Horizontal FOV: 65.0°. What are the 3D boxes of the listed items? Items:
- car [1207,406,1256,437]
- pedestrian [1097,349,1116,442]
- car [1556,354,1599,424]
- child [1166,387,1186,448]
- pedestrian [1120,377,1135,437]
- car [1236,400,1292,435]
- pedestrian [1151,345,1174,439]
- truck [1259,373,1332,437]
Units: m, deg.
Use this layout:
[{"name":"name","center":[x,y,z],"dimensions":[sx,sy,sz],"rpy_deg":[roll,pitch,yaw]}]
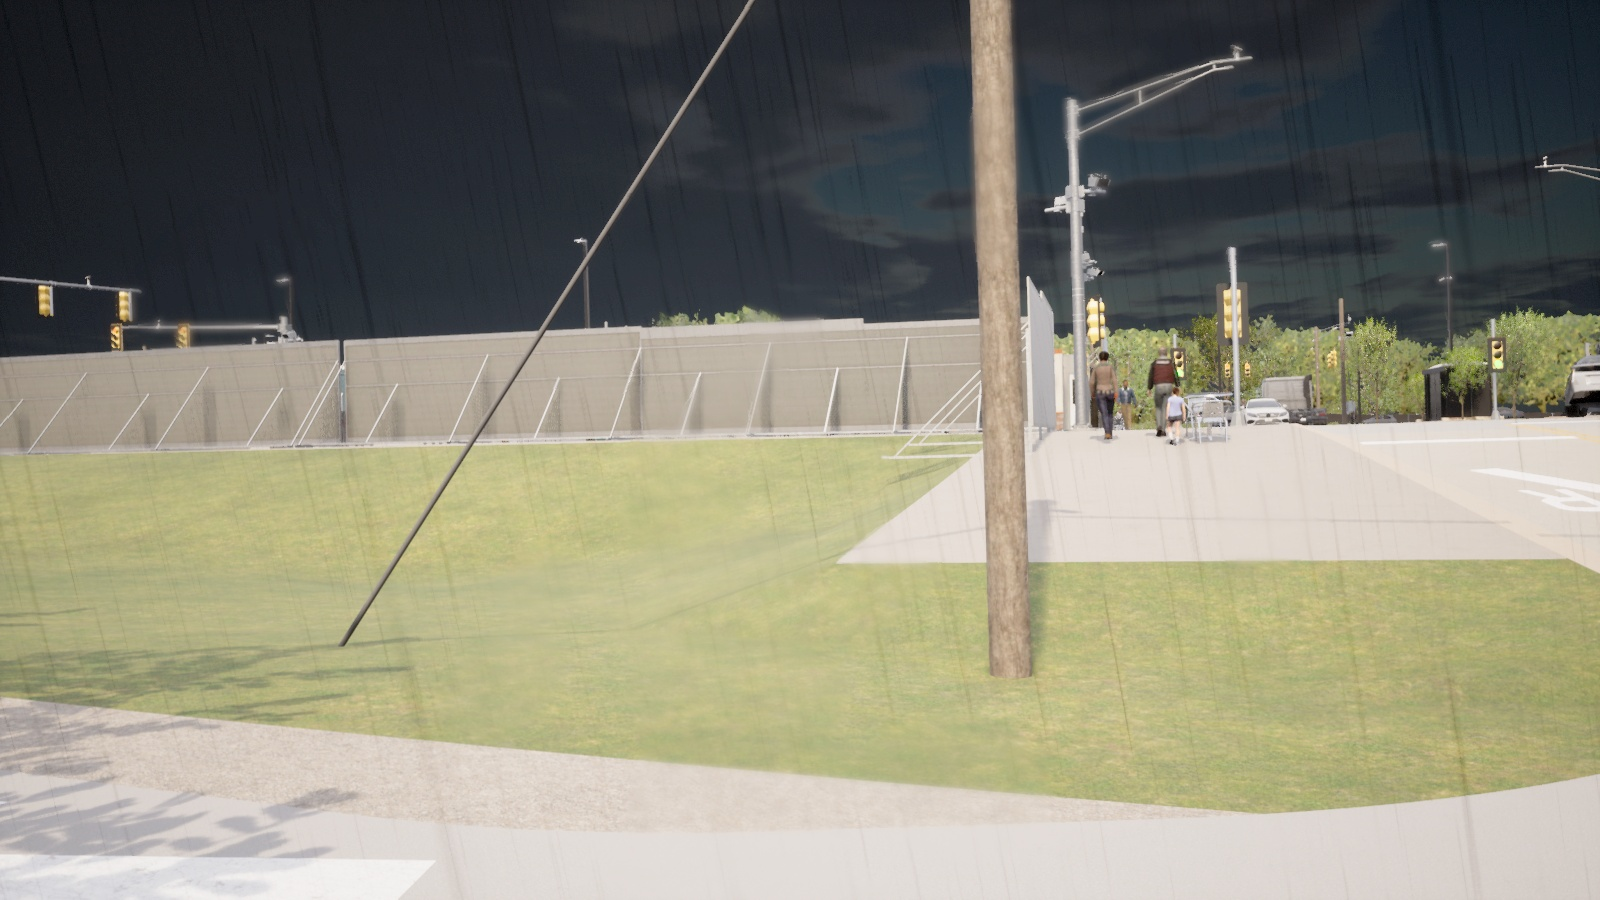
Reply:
[{"name":"car","center":[24.701,-1.609,72.029],"dimensions":[2.242,1.667,4.611],"rpy_deg":[-1,0,14]},{"name":"pedestrian","center":[6.063,-1.064,24.836],"dimensions":[0.328,1.805,0.869],"rpy_deg":[-1,0,15]},{"name":"car","center":[19.950,-1.458,30.784],"dimensions":[2.007,1.525,4.514],"rpy_deg":[-1,0,36]},{"name":"child","center":[6.967,-0.602,23.279],"dimensions":[0.255,1.110,0.394],"rpy_deg":[-1,0,4]},{"name":"pedestrian","center":[10.855,-1.409,41.623],"dimensions":[0.423,1.949,0.788],"rpy_deg":[-1,0,17]},{"name":"car","center":[20.671,-1.412,56.105],"dimensions":[1.812,1.442,4.674],"rpy_deg":[-1,0,14]},{"name":"pedestrian","center":[7.263,-1.143,25.153],"dimensions":[0.376,1.854,0.720],"rpy_deg":[-1,0,19]},{"name":"truck","center":[28.990,-2.530,73.827],"dimensions":[2.891,3.462,7.936],"rpy_deg":[-1,0,14]}]
